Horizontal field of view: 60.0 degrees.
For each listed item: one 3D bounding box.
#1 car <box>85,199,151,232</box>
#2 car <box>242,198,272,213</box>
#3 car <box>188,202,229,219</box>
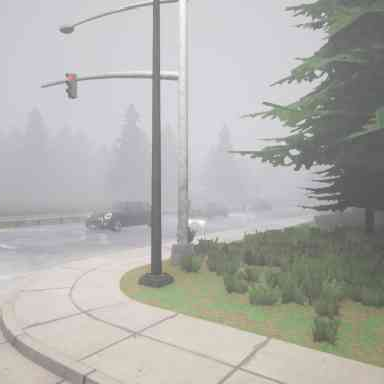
[{"bbox_3d":[-4.189,1.325,20.242,2.097,1.767,4.553,0,0,34],"label":"car"},{"bbox_3d":[7.225,1.465,36.664,2.128,1.511,4.902,0,0,36],"label":"car"},{"bbox_3d":[1.488,1.537,28.468,1.994,1.385,4.181,0,0,35],"label":"car"}]
